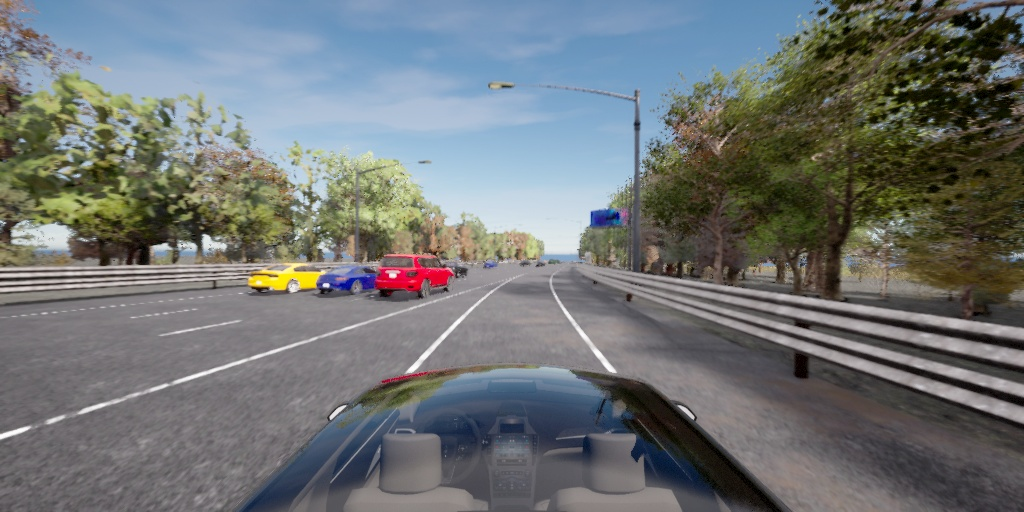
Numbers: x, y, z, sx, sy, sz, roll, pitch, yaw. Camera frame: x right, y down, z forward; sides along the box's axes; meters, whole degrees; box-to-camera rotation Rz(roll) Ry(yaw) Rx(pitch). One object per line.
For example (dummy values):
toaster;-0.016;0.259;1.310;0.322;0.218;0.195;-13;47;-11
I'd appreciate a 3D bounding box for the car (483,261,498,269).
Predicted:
car;-3.812;1.603;64.526;1.812;1.442;4.674;1;0;10

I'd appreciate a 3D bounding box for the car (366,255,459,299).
car;-4.745;0.964;18.245;2.150;2.045;5.566;1;0;10

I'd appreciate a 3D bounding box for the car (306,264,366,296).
car;-8.211;1.223;18.871;1.812;1.442;4.674;1;0;10

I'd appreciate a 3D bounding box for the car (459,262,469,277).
car;-5.519;1.329;34.304;2.128;1.511;4.902;1;0;10

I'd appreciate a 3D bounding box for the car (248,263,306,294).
car;-11.647;1.144;19.537;1.882;1.535;5.008;1;0;10
